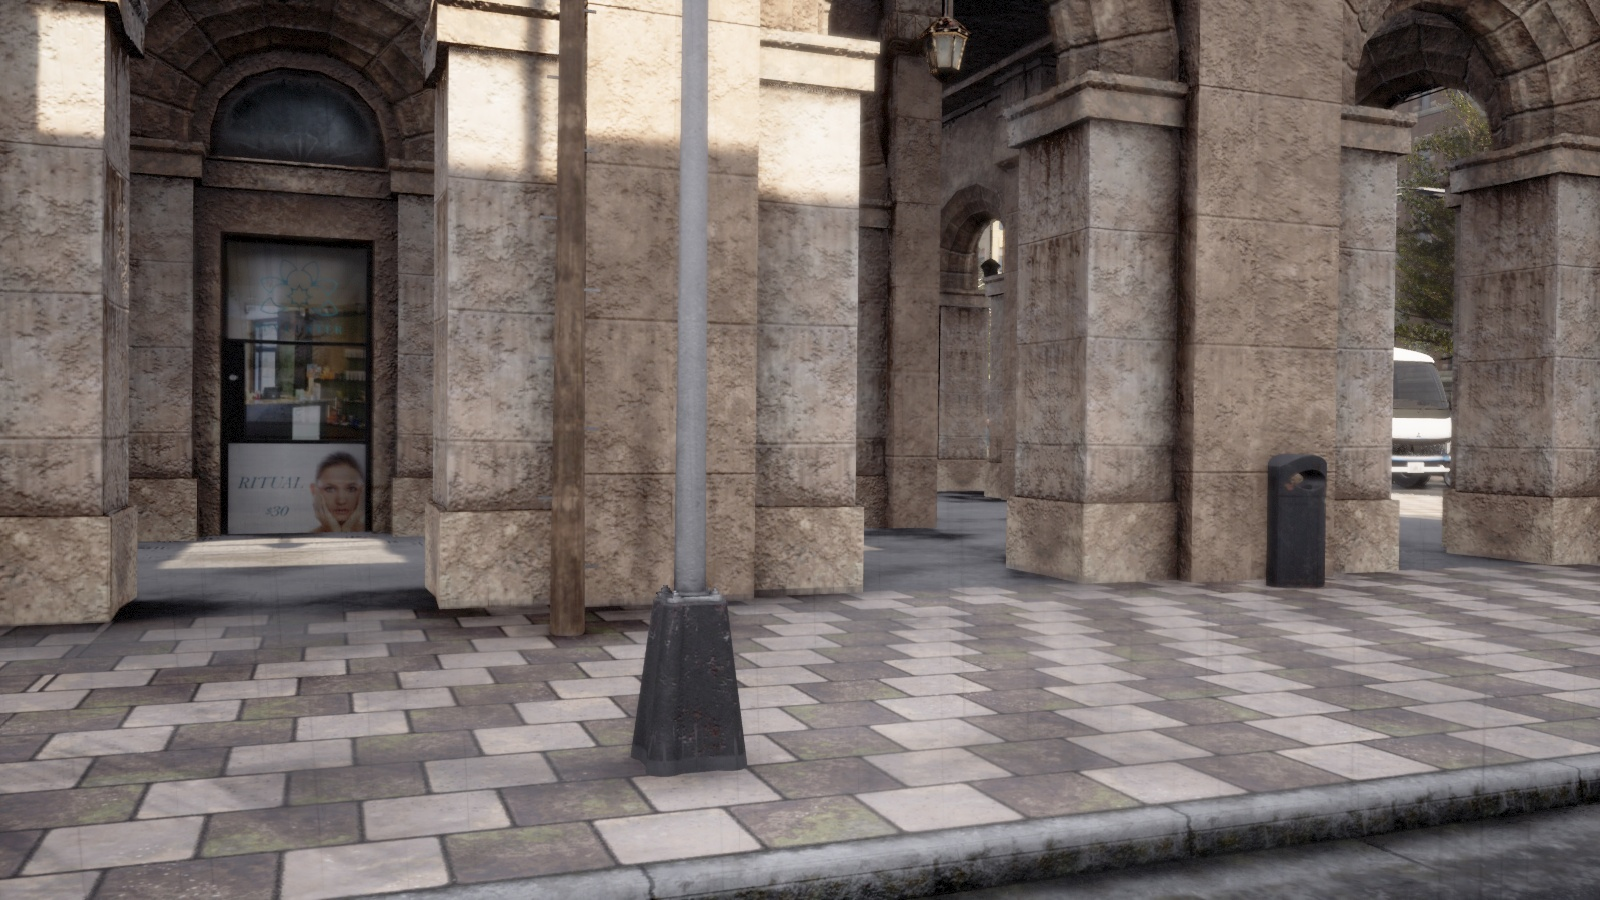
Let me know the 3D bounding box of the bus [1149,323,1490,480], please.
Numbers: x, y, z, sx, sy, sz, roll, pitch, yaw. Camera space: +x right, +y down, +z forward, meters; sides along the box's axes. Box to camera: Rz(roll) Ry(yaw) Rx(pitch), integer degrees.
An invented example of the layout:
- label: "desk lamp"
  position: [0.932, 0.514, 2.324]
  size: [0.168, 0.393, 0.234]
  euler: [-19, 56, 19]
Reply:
- label: "bus"
  position: [15.800, -1.393, 39.535]
  size: [3.944, 4.253, 10.273]
  euler: [-1, 1, -21]

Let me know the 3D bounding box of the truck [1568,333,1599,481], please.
- label: "truck"
  position: [23.223, -1.103, 29.850]
  size: [2.891, 3.827, 8.468]
  euler: [-1, 1, -21]

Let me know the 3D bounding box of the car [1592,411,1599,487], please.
- label: "car"
  position: [20.346, -0.014, 27.671]
  size: [2.097, 1.767, 4.553]
  euler: [-1, 1, -20]
